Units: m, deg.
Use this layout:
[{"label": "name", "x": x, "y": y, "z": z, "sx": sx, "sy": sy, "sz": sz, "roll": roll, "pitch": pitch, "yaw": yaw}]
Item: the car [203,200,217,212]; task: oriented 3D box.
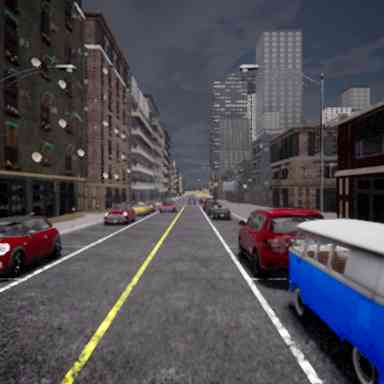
[{"label": "car", "x": 2.637, "y": 1.901, "z": 37.108, "sx": 1.947, "sy": 1.339, "sz": 4.313, "roll": -1, "pitch": -1, "yaw": 0}]

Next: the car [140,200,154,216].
[{"label": "car", "x": -5.711, "y": 1.858, "z": 36.887, "sx": 1.752, "sy": 1.417, "sz": 4.829, "roll": -1, "pitch": -1, "yaw": 0}]

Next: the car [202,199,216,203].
[{"label": "car", "x": 2.635, "y": 1.950, "z": 42.688, "sx": 1.947, "sy": 1.339, "sz": 4.313, "roll": -1, "pitch": 0, "yaw": 0}]

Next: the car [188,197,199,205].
[{"label": "car", "x": -0.014, "y": 2.021, "z": 72.141, "sx": 2.128, "sy": 1.511, "sz": 4.902, "roll": 0, "pitch": 0, "yaw": 0}]

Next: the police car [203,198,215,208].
[{"label": "police car", "x": 2.989, "y": 1.955, "z": 59.442, "sx": 1.930, "sy": 1.638, "sz": 5.238, "roll": 0, "pitch": -1, "yaw": 0}]

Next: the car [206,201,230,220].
[{"label": "car", "x": 2.670, "y": 1.845, "z": 31.537, "sx": 2.008, "sy": 1.369, "sz": 4.403, "roll": -1, "pitch": -1, "yaw": 0}]

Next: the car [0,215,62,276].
[{"label": "car", "x": -5.708, "y": 1.535, "z": 10.413, "sx": 1.967, "sy": 1.590, "sz": 4.097, "roll": -1, "pitch": -1, "yaw": 0}]

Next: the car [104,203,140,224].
[{"label": "car", "x": -5.711, "y": 1.681, "z": 26.635, "sx": 1.967, "sy": 1.590, "sz": 4.097, "roll": -1, "pitch": -1, "yaw": 0}]

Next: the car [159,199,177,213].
[{"label": "car", "x": -3.097, "y": 1.740, "z": 43.245, "sx": 2.097, "sy": 1.767, "sz": 4.553, "roll": 0, "pitch": 0, "yaw": 0}]

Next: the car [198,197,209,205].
[{"label": "car", "x": 2.625, "y": 1.988, "z": 76.167, "sx": 2.192, "sy": 1.841, "sz": 5.009, "roll": -1, "pitch": 0, "yaw": 0}]

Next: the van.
[{"label": "van", "x": 2.671, "y": 1.388, "z": 5.002, "sx": 1.690, "sy": 1.788, "sz": 3.998, "roll": -1, "pitch": -1, "yaw": 0}]

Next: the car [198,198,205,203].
[{"label": "car", "x": 2.664, "y": 2.364, "z": 92.903, "sx": 2.008, "sy": 1.369, "sz": 4.403, "roll": -1, "pitch": 0, "yaw": 0}]

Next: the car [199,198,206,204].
[{"label": "car", "x": 2.650, "y": 2.293, "z": 87.495, "sx": 1.752, "sy": 1.417, "sz": 4.829, "roll": -1, "pitch": 0, "yaw": 0}]

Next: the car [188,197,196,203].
[{"label": "car", "x": -0.017, "y": 2.075, "z": 89.155, "sx": 1.882, "sy": 1.535, "sz": 5.008, "roll": 0, "pitch": 0, "yaw": 0}]

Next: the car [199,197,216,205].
[{"label": "car", "x": 2.630, "y": 1.748, "z": 48.269, "sx": 2.192, "sy": 1.841, "sz": 5.009, "roll": -1, "pitch": 0, "yaw": 0}]

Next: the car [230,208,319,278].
[{"label": "car", "x": 2.670, "y": 1.411, "z": 10.409, "sx": 2.192, "sy": 1.841, "sz": 5.009, "roll": -1, "pitch": -1, "yaw": 0}]

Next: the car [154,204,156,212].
[{"label": "car", "x": -5.713, "y": 1.823, "z": 42.637, "sx": 1.967, "sy": 1.590, "sz": 4.097, "roll": -1, "pitch": -1, "yaw": 0}]
